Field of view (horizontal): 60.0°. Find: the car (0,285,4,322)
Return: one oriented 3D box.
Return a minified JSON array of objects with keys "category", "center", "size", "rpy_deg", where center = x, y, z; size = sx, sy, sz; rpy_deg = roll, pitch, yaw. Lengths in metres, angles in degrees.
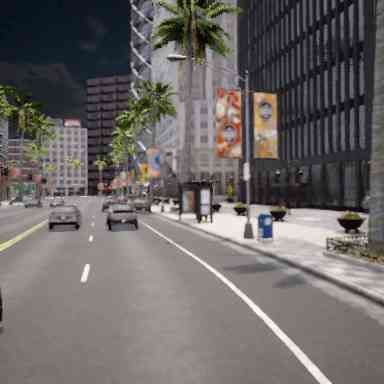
[{"category":"car","center":[-3.892,1.383,3.390],"size":[2.097,1.767,4.553],"rpy_deg":[-1,0,-5]}]

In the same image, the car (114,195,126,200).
[{"category":"car","center":[-13.644,1.402,64.308],"size":[2.185,1.767,4.553],"rpy_deg":[-1,0,-16]}]

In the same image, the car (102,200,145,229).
[{"category":"car","center":[-4.650,1.507,21.874],"size":[2.128,1.511,4.902],"rpy_deg":[-1,0,-16]}]

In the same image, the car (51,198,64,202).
[{"category":"car","center":[-19.975,1.613,49.477],"size":[2.128,1.511,4.902],"rpy_deg":[-1,0,-16]}]

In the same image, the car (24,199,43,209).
[{"category":"car","center":[-23.709,1.717,49.832],"size":[1.994,1.385,4.181],"rpy_deg":[-1,0,-16]}]

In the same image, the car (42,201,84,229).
[{"category":"car","center":[-8.354,1.596,22.229],"size":[2.033,1.411,5.357],"rpy_deg":[-1,0,-16]}]

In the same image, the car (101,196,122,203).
[{"category":"car","center":[-9.822,1.546,40.078],"size":[1.837,1.490,4.892],"rpy_deg":[-1,0,-16]}]

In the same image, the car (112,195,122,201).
[{"category":"car","center":[-19.383,1.587,85.475],"size":[2.161,1.482,4.786],"rpy_deg":[-1,0,-16]}]

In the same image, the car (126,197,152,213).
[{"category":"car","center":[-5.567,1.489,36.065],"size":[2.231,1.521,4.892],"rpy_deg":[-1,0,-16]}]
